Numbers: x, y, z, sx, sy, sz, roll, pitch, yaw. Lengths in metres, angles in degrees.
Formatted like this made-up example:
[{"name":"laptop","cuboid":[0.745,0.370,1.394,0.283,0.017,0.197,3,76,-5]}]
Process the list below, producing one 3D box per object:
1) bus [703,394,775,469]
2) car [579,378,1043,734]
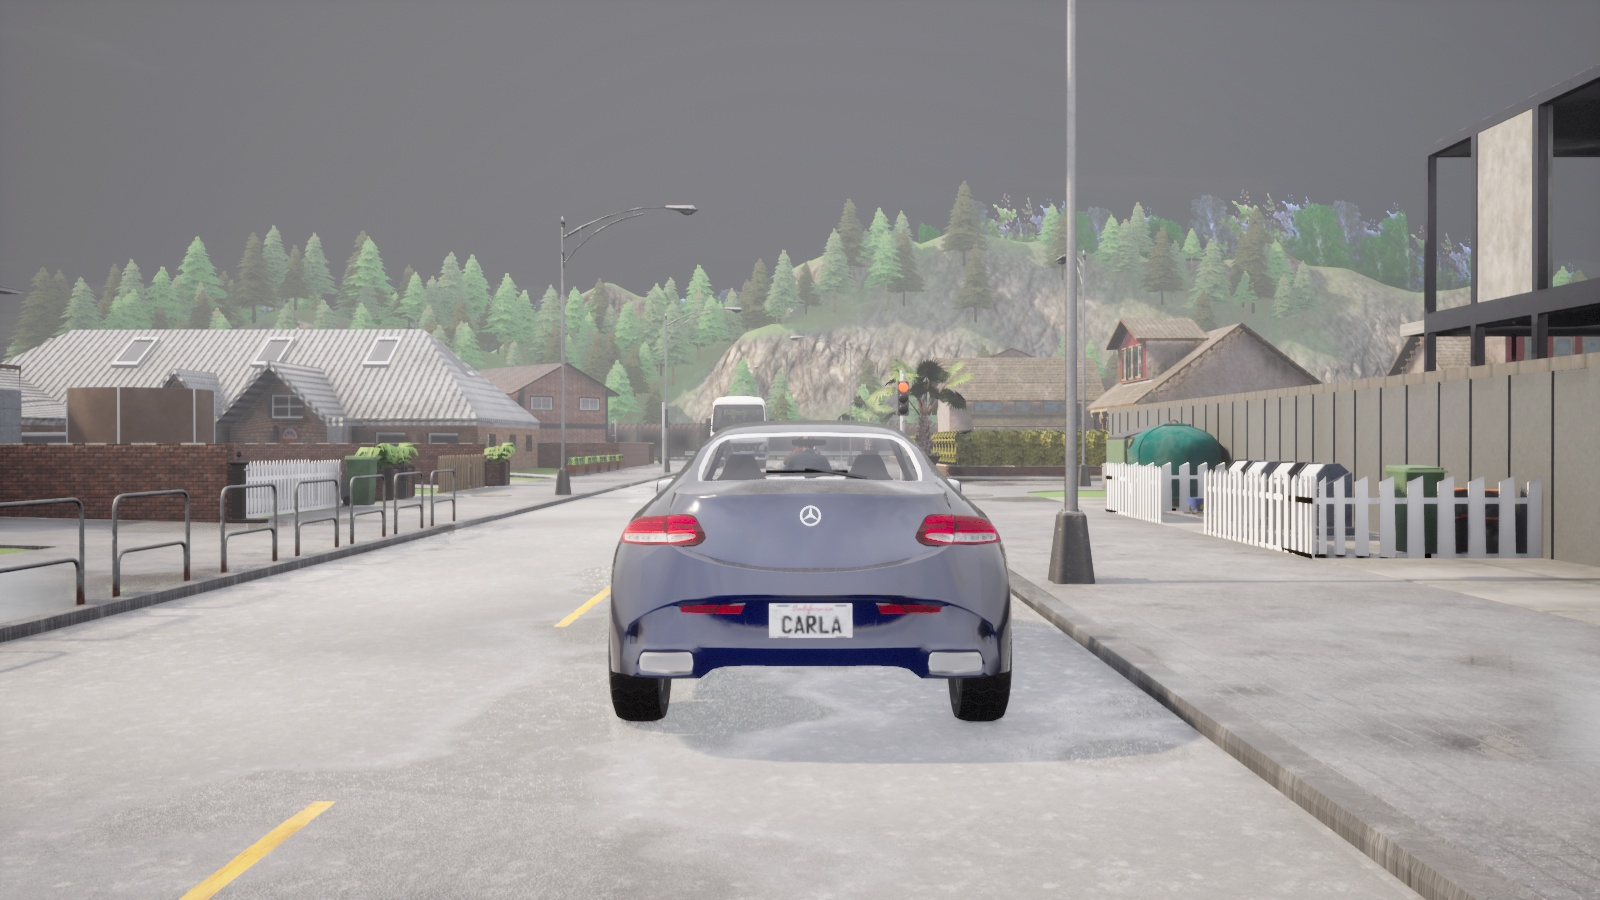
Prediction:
[{"name":"bus","cuboid":[-3.563,-1.064,75.986,3.944,4.253,10.273,0,0,-1]},{"name":"car","cuboid":[0.061,0.478,8.349,2.152,1.651,5.027,0,0,0]}]
